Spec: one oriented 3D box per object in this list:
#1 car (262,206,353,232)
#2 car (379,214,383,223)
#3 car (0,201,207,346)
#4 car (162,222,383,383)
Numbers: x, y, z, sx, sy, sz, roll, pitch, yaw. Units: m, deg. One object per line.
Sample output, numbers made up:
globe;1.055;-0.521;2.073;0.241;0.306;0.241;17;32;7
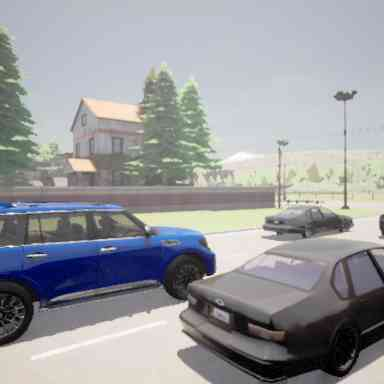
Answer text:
car;5.855;1.392;16.526;5.357;1.411;2.033;-1;0;-36
car;10.674;1.308;15.667;4.892;1.490;1.837;1;0;-35
car;-2.135;1.202;6.533;5.566;2.045;2.150;-1;1;-36
car;2.383;1.493;5.451;5.357;1.411;2.033;-1;0;-36
